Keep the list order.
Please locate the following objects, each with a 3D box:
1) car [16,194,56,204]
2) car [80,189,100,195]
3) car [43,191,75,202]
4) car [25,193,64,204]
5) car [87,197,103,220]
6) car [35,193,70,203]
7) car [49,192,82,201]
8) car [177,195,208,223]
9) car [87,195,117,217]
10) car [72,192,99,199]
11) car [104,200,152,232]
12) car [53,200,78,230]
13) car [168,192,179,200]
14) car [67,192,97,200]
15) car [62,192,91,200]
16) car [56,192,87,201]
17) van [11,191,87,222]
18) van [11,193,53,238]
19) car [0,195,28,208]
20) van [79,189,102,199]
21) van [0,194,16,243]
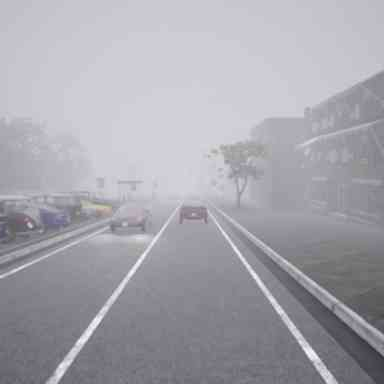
[{"bbox_3d":[-22.087,0.990,47.192,4.674,1.452,2.002,0,1,0],"label":"car"},{"bbox_3d":[-8.957,0.940,28.650,5.566,2.045,2.435,0,1,0],"label":"car"},{"bbox_3d":[-22.134,0.718,55.518,4.553,1.767,2.185,0,1,0],"label":"car"},{"bbox_3d":[-22.089,0.914,49.969,5.008,1.535,2.097,0,1,0],"label":"car"},{"bbox_3d":[-8.981,1.304,23.048,4.674,1.452,2.002,0,1,0],"label":"car"},{"bbox_3d":[-22.096,0.919,52.744,4.674,1.452,2.002,0,1,0],"label":"car"},{"bbox_3d":[-22.112,0.809,58.295,5.008,1.535,2.097,0,1,0],"label":"car"},{"bbox_3d":[0.100,1.244,23.483,1.882,1.535,5.008,0,1,0],"label":"car"},{"bbox_3d":[-8.796,1.225,25.850,5.366,1.575,1.946,0,1,0],"label":"car"},{"bbox_3d":[-22.151,0.701,69.396,4.792,1.488,2.163,0,1,0],"label":"car"},{"bbox_3d":[-3.349,1.343,18.984,1.812,1.442,4.674,0,1,0],"label":"car"},{"bbox_3d":[-8.965,1.337,17.441,5.008,1.535,2.097,0,1,0],"label":"car"},{"bbox_3d":[-3.277,0.745,60.895,2.033,1.411,5.357,0,1,1],"label":"car"},{"bbox_3d":[-21.931,0.702,66.618,5.366,1.575,1.946,0,1,0],"label":"car"},{"bbox_3d":[-22.143,0.769,63.844,4.792,1.488,2.163,0,1,0],"label":"car"},{"bbox_3d":[-22.104,0.775,61.070,4.892,1.521,2.231,0,1,0],"label":"car"},{"bbox_3d":[-9.091,1.075,20.241,4.442,1.987,1.878,0,1,0],"label":"van"},{"bbox_3d":[-8.850,1.147,14.632,4.442,1.987,1.878,0,1,0],"label":"van"},{"bbox_3d":[-22.050,1.088,38.868,4.792,1.488,2.163,0,1,0],"label":"car"},{"bbox_3d":[-22.008,0.412,72.166,4.442,1.987,1.878,0,1,0],"label":"van"},{"bbox_3d":[-9.079,1.178,11.830,4.442,1.987,1.878,0,1,0],"label":"van"}]
